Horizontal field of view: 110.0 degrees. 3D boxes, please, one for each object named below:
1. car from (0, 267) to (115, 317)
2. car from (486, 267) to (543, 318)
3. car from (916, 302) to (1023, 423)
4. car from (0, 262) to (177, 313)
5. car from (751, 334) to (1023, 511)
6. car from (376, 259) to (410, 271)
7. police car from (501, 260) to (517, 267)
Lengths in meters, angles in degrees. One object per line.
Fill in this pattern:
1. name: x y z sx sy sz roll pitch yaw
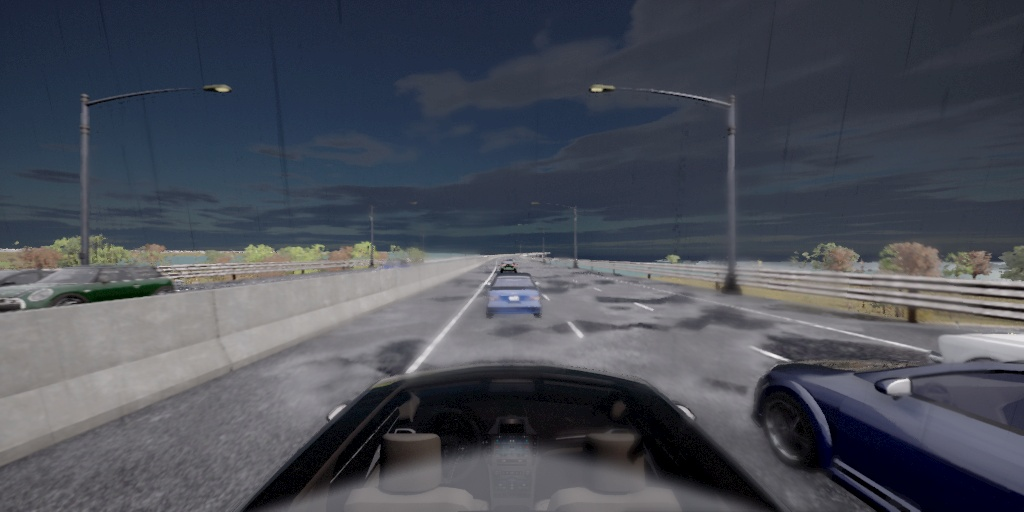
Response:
1. car: -17.649 1.233 12.596 1.882 1.535 5.008 0 0 0
2. car: 0.051 1.298 13.017 2.033 1.411 5.357 0 0 0
3. car: 7.092 1.349 3.092 1.895 1.301 4.718 0 0 0
4. car: -14.146 1.106 12.026 2.097 1.767 4.553 0 0 0
5. car: 3.590 1.313 2.168 1.994 1.385 4.181 0 0 0
6. car: -10.883 1.103 33.118 2.097 1.767 4.553 0 0 -1
7. police car: -0.437 1.246 43.811 2.038 1.542 4.974 0 0 -1
